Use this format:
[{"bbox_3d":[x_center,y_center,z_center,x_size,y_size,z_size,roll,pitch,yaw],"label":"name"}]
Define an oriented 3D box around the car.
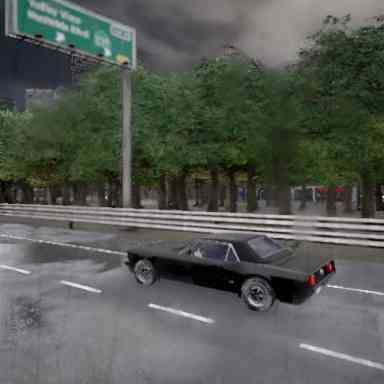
[{"bbox_3d":[0.626,1.603,7.722,4.718,1.301,1.895,0,0,36],"label":"car"}]
